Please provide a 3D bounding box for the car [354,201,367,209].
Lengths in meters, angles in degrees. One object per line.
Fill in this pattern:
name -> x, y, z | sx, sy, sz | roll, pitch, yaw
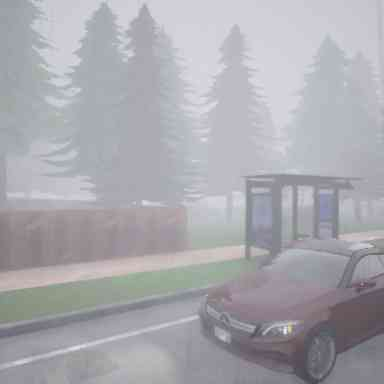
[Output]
car -> 27.489, 1.799, 52.858 | 3.866, 1.878, 1.905 | 1, 0, -37

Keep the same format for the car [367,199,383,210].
car -> 29.303, 1.803, 51.074 | 4.605, 1.855, 1.932 | 1, 0, -37

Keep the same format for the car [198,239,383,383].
car -> 2.281, 1.585, 5.600 | 4.674, 1.442, 1.812 | 1, 0, -36
